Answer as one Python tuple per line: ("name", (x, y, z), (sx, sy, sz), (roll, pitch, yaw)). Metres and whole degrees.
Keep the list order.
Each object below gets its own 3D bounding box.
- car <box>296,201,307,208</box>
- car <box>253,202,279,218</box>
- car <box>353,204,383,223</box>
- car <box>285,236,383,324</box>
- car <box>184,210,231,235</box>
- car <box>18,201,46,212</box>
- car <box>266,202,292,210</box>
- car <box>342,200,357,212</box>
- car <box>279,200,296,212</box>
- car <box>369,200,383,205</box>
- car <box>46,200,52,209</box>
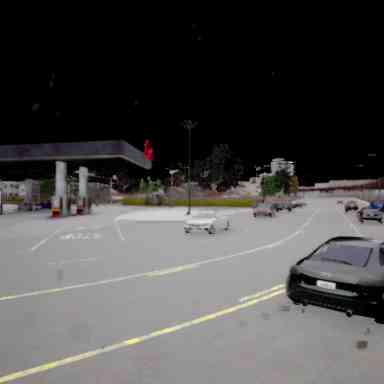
("car", (26.547, 3.185, 82.511), (2.033, 1.411, 5.357), (0, -1, 23))
("car", (8.749, 2.135, 39.831), (2.097, 1.767, 4.553), (0, -1, 23))
("car", (17.247, 2.217, 32.381), (2.033, 1.411, 5.357), (0, -1, 22))
("car", (3.872, 1.723, 7.621), (1.994, 1.385, 4.181), (-1, -1, 44))
("car", (1.158, 1.952, 22.199), (1.812, 1.442, 4.674), (0, -1, 26))
("car", (-26.413, 2.402, 54.301), (3.806, 1.475, 1.970), (0, -1, 23))
("car", (18.107, 2.842, 69.032), (5.008, 1.535, 1.882), (0, -1, 7))
("car", (28.200, 2.554, 58.820), (2.097, 1.767, 4.553), (0, -1, 23))
("car", (16.219, 2.364, 57.703), (2.150, 2.045, 5.566), (0, -1, 23))
("car", (29.050, 2.294, 51.747), (2.150, 2.045, 5.566), (0, -1, 23))
("car", (-24.938, 2.352, 59.908), (4.611, 1.667, 2.242), (0, -1, 23))
